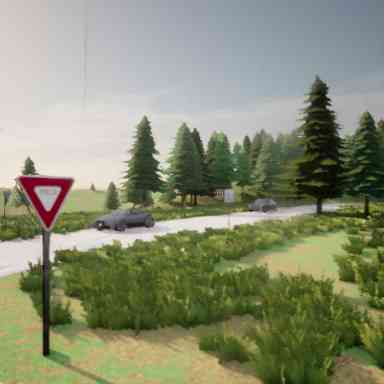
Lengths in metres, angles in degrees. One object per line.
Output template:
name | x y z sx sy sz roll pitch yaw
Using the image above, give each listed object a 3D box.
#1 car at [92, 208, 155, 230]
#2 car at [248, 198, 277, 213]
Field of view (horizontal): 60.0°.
car | -4.309 1.758 21.340 1.994 1.385 4.181 0 0 35
car | 8.361 1.546 39.413 2.097 1.767 4.553 0 0 35
